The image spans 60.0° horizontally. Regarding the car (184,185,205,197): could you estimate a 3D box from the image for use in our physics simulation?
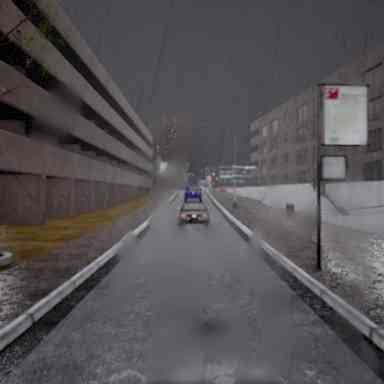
[{"bbox_3d":[0.139,0.079,41.916,2.150,2.045,5.566,0,3,0],"label":"car"}]

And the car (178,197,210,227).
[{"bbox_3d":[0.119,1.281,20.493,2.033,1.411,5.357,0,2,0],"label":"car"}]
